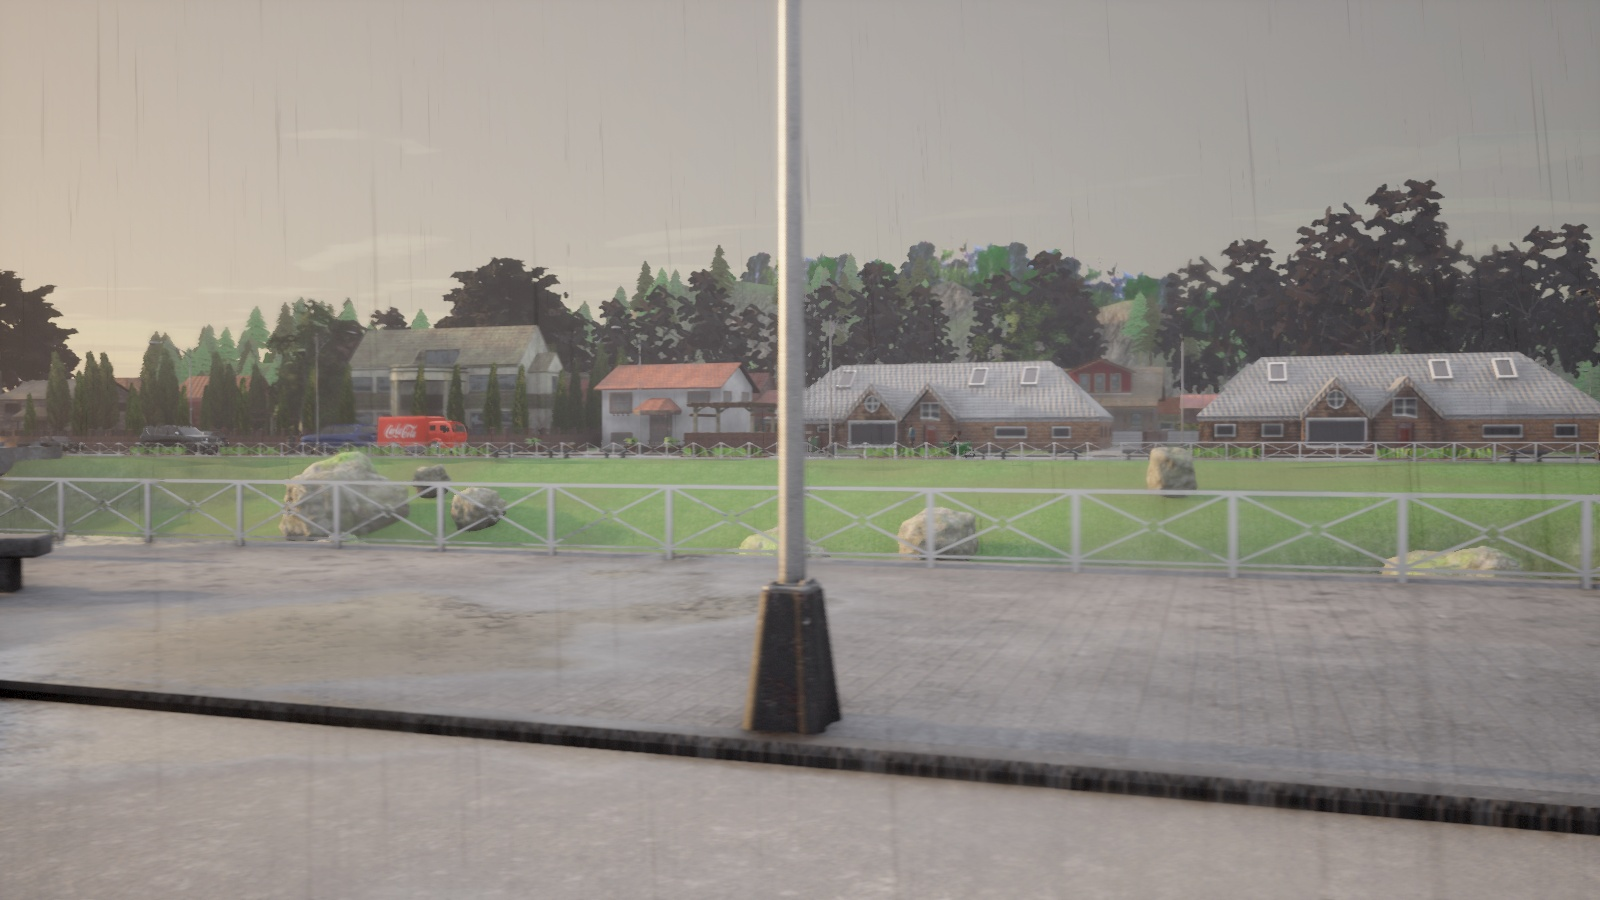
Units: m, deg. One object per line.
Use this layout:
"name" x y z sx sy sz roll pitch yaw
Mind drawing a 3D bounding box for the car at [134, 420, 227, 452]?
"car" -40.698 -0.928 82.467 5.566 2.045 2.150 1 1 19

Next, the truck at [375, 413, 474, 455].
"truck" -22.837 -0.971 76.450 5.204 2.467 2.627 1 1 19

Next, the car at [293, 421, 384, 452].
"car" -30.625 -0.904 83.296 5.566 2.045 2.150 1 1 19

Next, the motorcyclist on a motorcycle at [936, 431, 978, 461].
"motorcyclist on a motorcycle" 8.266 -0.217 65.985 2.044 1.523 0.797 1 1 19

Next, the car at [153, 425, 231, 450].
"car" -42.191 -0.884 87.192 4.611 1.667 2.242 1 1 19
